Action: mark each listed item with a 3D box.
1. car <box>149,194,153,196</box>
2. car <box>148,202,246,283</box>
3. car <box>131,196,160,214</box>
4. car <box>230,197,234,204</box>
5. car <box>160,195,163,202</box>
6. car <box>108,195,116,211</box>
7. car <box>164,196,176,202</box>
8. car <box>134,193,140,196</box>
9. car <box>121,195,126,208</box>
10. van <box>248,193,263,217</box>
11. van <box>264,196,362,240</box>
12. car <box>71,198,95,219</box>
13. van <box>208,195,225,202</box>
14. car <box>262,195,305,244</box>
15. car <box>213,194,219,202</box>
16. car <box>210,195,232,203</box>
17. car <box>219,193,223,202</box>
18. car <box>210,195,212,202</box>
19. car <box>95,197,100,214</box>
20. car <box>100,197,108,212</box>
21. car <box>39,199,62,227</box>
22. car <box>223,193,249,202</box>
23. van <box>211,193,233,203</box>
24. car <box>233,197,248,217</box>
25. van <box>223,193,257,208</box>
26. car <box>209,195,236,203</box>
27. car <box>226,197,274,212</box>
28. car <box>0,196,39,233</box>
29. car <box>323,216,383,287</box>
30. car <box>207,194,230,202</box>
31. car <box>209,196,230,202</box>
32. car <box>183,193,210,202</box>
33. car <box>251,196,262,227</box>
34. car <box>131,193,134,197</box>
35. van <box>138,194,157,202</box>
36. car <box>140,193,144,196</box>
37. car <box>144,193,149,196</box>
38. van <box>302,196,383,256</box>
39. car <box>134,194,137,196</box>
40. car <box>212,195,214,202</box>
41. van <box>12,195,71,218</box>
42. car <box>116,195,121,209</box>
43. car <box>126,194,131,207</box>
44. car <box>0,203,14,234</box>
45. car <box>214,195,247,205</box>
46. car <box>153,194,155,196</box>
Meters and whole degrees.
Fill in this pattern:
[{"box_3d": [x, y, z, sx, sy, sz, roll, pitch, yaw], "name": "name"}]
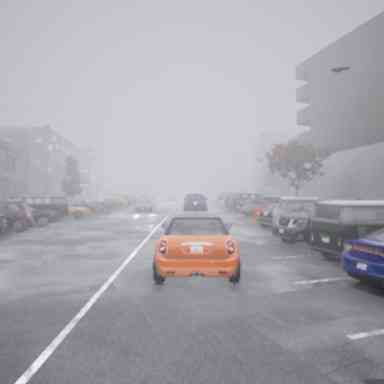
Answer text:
[{"box_3d": [-11.155, 1.216, 64.999, 5.566, 2.045, 2.435, -1, 0, -20], "name": "car"}, {"box_3d": [0.133, 1.330, 9.736, 2.097, 1.767, 4.553, 0, 0, 1], "name": "car"}, {"box_3d": [-4.830, 1.429, 34.835, 1.837, 1.490, 4.892, 0, 0, 0], "name": "car"}, {"box_3d": [6.581, 1.454, 31.979, 4.792, 1.488, 2.163, 1, 0, -19], "name": "car"}, {"box_3d": [-10.932, 1.959, 88.483, 4.674, 1.452, 2.002, 0, -2, -19], "name": "car"}, {"box_3d": [-11.165, 1.399, 35.668, 5.008, 1.535, 2.097, -1, 0, -20], "name": "car"}, {"box_3d": [-4.634, 1.629, 76.044, 1.895, 1.301, 4.718, 0, -1, 0], "name": "car"}, {"box_3d": [-11.138, 1.257, 53.281, 4.553, 1.767, 2.185, -1, 0, -20], "name": "car"}, {"box_3d": [-11.162, 1.388, 41.535, 4.892, 1.521, 2.231, -1, 0, -20], "name": "car"}, {"box_3d": [6.492, 1.221, 22.992, 4.442, 1.987, 1.878, 1, 0, -19], "name": "van"}, {"box_3d": [6.127, 1.233, 16.905, 4.442, 1.987, 1.878, 1, 0, -18], "name": "van"}, {"box_3d": [-10.946, 1.411, 26.924, 5.366, 1.575, 1.946, -1, 0, -20], "name": "car"}, {"box_3d": [6.817, 1.783, 91.845, 4.442, 1.987, 1.878, 1, -2, -19], "name": "van"}, {"box_3d": [6.134, 1.216, 13.934, 5.566, 2.045, 2.435, 1, 0, -18], "name": "car"}, {"box_3d": [6.466, 1.382, 49.925, 5.366, 1.575, 1.946, 1, 0, -20], "name": "car"}, {"box_3d": [6.741, 1.520, 76.915, 4.553, 1.767, 2.185, 1, -1, -19], "name": "car"}, {"box_3d": [6.666, 1.151, 41.012, 5.566, 2.045, 2.435, 1, 0, -20], "name": "car"}, {"box_3d": [6.501, 1.432, 61.894, 5.366, 1.575, 1.946, 1, 0, -20], "name": "car"}, {"box_3d": [-11.143, 1.411, 29.795, 5.008, 1.535, 2.097, -1, 0, -20], "name": "car"}, {"box_3d": [-11.119, 1.434, 32.741, 4.792, 1.488, 2.163, -1, 0, -20], "name": "car"}, {"box_3d": [-11.091, 1.428, 20.980, 5.008, 1.535, 2.097, -1, 0, -20], "name": "car"}, {"box_3d": [6.626, 1.166, 34.994, 5.566, 2.045, 2.435, 1, 0, -19], "name": "car"}, {"box_3d": [6.641, 1.363, 73.886, 4.442, 1.987, 1.878, 1, -1, -19], "name": "van"}, {"box_3d": [6.515, 1.432, 28.959, 4.892, 1.521, 2.231, 1, 0, -19], "name": "car"}, {"box_3d": [6.751, 1.164, 47.035, 4.442, 1.987, 1.878, 1, 0, -20], "name": "van"}, {"box_3d": [6.552, 1.539, 70.867, 5.366, 1.575, 1.946, 1, -1, -20], "name": "car"}, {"box_3d": [6.622, 1.410, 37.998, 4.892, 1.521, 2.231, 1, 0, -20], "name": "car"}, {"box_3d": [-11.033, 1.309, 18.036, 4.553, 1.767, 2.185, -1, 0, -20], "name": "car"}, {"box_3d": [6.001, 1.481, 7.954, 5.008, 1.535, 2.097, 1, 0, -18], "name": "car"}, {"box_3d": [6.840, 1.593, 85.884, 5.566, 2.045, 2.435, 1, -1, -19], "name": "car"}, {"box_3d": [6.854, 1.802, 82.915, 4.792, 1.488, 2.163, 1, -2, -19], "name": "car"}, {"box_3d": [0.321, 1.148, 32.410, 2.150, 2.045, 5.566, 0, 0, 1], "name": "car"}, {"box_3d": [6.279, 1.327, 19.940, 4.553, 1.767, 2.185, 1, 0, -19], "name": "car"}, {"box_3d": [-11.144, 1.251, 47.414, 4.553, 1.767, 2.185, -1, 0, -20], "name": "car"}, {"box_3d": [-11.103, 1.545, 82.577, 4.442, 1.987, 1.878, 0, -1, -19], "name": "van"}, {"box_3d": [-11.153, 1.394, 56.211, 5.008, 1.535, 2.097, -1, 0, -20], "name": "car"}, {"box_3d": [-11.313, 1.434, 62.016, 5.366, 1.575, 1.946, -1, 0, -20], "name": "car"}, {"box_3d": [6.194, 1.250, 10.990, 4.442, 1.987, 1.878, 1, 0, -18], "name": "van"}, {"box_3d": [-11.175, 1.417, 50.348, 4.674, 1.452, 2.002, -1, 0, -20], "name": "car"}, {"box_3d": [6.673, 1.140, 52.994, 5.566, 2.045, 2.435, 1, 0, -20], "name": "car"}, {"box_3d": [-11.217, 1.198, 23.880, 4.442, 1.987, 1.878, -1, 0, -20], "name": "van"}, {"box_3d": [-11.160, 1.394, 38.603, 4.892, 1.521, 2.231, -1, 0, -20], "name": "car"}, {"box_3d": [-11.166, 1.380, 44.473, 5.008, 1.535, 2.097, -1, 0, -20], "name": "car"}, {"box_3d": [-11.064, 1.470, 15.067, 4.792, 1.488, 2.163, -1, 0, -20], "name": "car"}, {"box_3d": [6.836, 1.417, 59.028, 5.366, 1.575, 1.946, 1, -1, -20], "name": "car"}, {"box_3d": [-11.084, 1.545, 70.879, 4.892, 1.521, 2.231, -1, -1, -20], "name": "car"}]
